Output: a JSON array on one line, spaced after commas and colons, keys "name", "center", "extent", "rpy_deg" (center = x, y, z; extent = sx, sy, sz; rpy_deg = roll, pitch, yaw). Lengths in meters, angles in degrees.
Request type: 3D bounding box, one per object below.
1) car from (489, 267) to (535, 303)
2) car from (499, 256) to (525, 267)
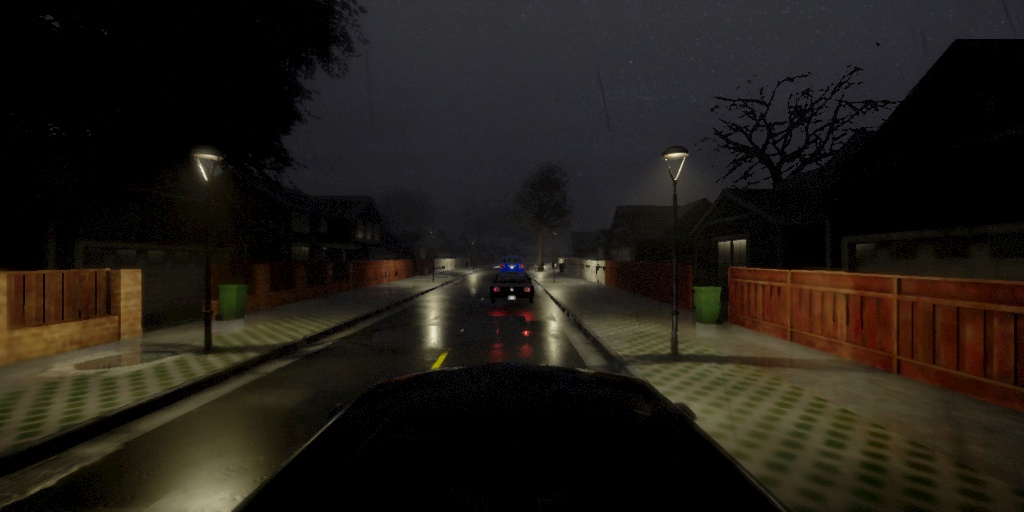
[{"name": "car", "center": [0.000, 1.373, 16.532], "extent": [1.895, 1.301, 4.718], "rpy_deg": [0, 0, 0]}, {"name": "car", "center": [0.000, 1.022, 31.536], "extent": [2.150, 2.045, 5.566], "rpy_deg": [0, 0, 0]}]
